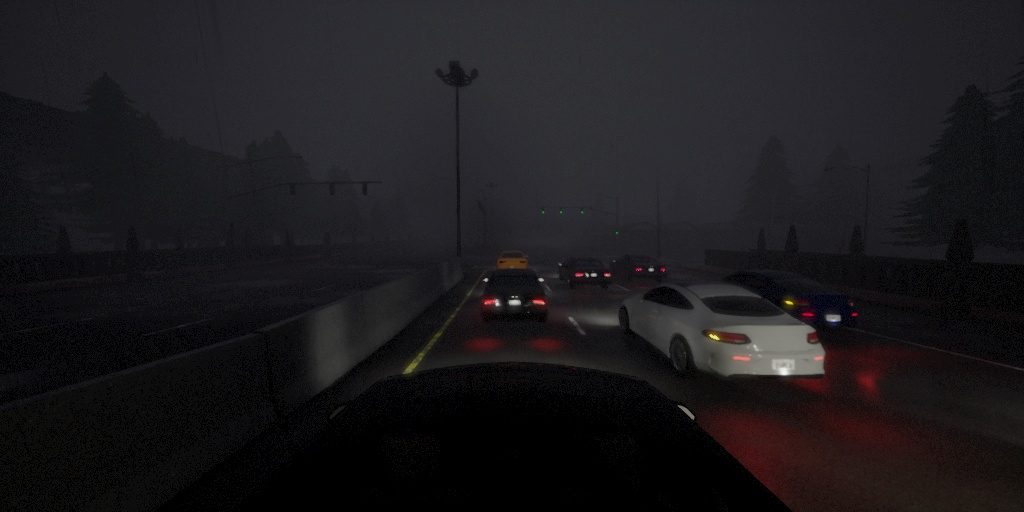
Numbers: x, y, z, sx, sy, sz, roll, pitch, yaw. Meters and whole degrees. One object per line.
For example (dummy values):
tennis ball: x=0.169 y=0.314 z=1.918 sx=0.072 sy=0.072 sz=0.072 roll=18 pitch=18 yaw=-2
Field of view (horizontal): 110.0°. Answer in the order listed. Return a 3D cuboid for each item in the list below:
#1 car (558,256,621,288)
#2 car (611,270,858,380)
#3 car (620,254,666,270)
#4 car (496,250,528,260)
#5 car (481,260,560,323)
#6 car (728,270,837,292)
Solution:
car: x=3.530 y=0.723 z=18.095 sx=2.033 sy=1.411 sz=5.357 roll=0 pitch=3 yaw=0
car: x=3.578 y=1.206 z=7.031 sx=1.812 sy=1.442 sz=4.674 roll=0 pitch=2 yaw=0
car: x=7.081 y=0.586 z=20.566 sx=2.033 sy=1.411 sz=5.357 roll=0 pitch=3 yaw=2
car: x=0.008 y=0.378 z=22.916 sx=1.882 sy=1.535 sz=5.008 roll=0 pitch=3 yaw=0
car: x=0.061 y=1.088 z=11.308 sx=2.033 sy=1.411 sz=5.357 roll=0 pitch=2 yaw=0
car: x=7.063 y=1.108 z=10.179 sx=1.812 sy=1.442 sz=4.674 roll=0 pitch=2 yaw=0
